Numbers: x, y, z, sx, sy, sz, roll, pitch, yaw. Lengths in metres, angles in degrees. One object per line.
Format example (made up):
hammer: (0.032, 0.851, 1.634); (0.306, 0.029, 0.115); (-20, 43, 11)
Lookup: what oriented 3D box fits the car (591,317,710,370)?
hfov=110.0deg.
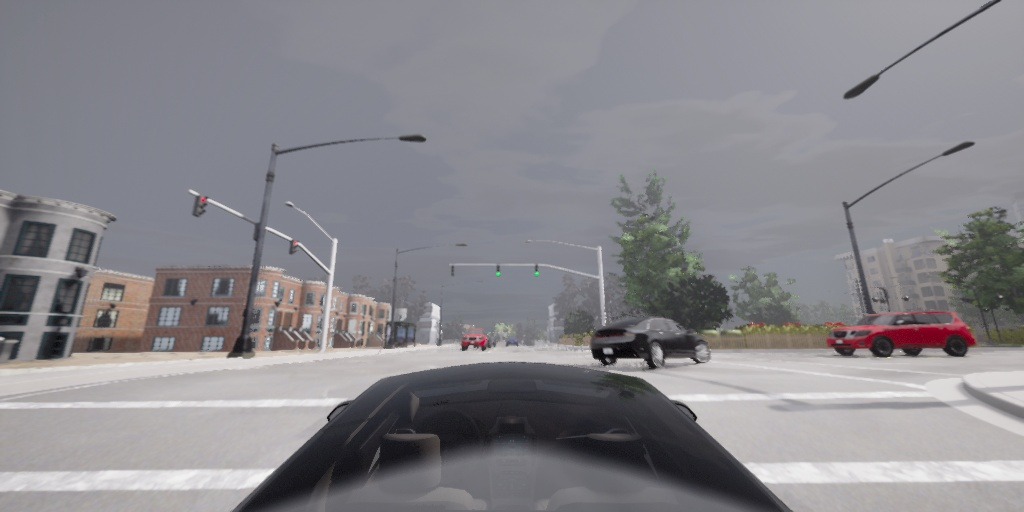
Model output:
car: (4.608, 2.818, 11.769); (4.892, 1.490, 1.837); (10, -20, -38)

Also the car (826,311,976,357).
car: (18.276, 3.702, 17.089); (5.566, 2.045, 2.150); (0, -13, 0)

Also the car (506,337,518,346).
car: (0.045, 13.675, 57.581); (1.812, 1.442, 4.674); (0, -13, 0)

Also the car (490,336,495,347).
car: (-3.570, 10.629, 44.780); (1.882, 1.535, 5.008); (0, -13, 0)

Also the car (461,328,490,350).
car: (-3.609, 8.051, 34.964); (2.150, 2.045, 5.566); (0, -13, -1)
